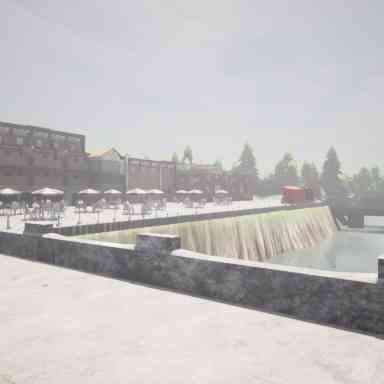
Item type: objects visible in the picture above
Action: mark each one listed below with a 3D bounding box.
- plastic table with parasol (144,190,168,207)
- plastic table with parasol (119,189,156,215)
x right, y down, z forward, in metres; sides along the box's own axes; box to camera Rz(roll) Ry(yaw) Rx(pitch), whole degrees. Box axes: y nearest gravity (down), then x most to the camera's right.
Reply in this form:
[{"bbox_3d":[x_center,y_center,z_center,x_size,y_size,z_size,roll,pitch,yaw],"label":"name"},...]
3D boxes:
[{"bbox_3d":[-5.282,0.925,49.207,2.482,2.480,2.482,0,0,35],"label":"plastic table with parasol"},{"bbox_3d":[-5.329,0.925,32.530,2.482,2.480,2.482,0,0,35],"label":"plastic table with parasol"}]
